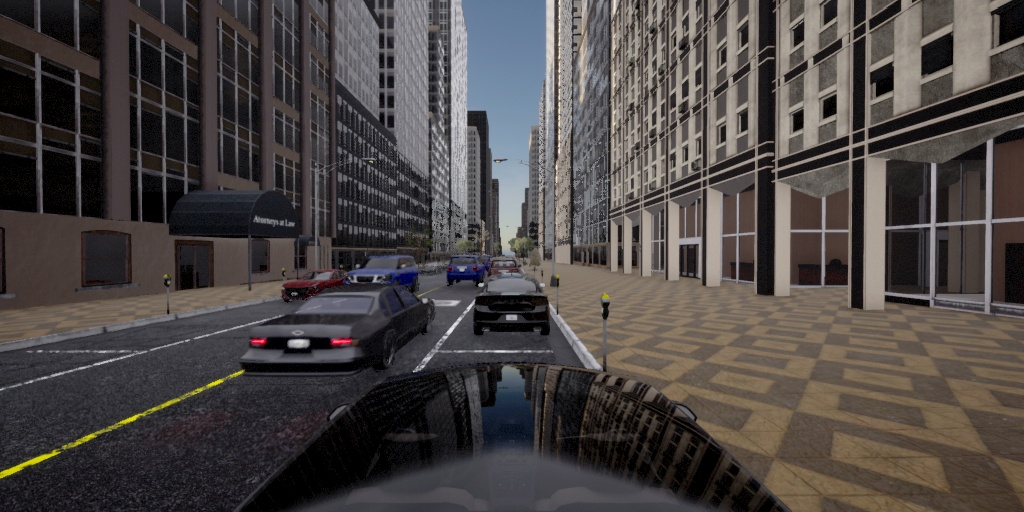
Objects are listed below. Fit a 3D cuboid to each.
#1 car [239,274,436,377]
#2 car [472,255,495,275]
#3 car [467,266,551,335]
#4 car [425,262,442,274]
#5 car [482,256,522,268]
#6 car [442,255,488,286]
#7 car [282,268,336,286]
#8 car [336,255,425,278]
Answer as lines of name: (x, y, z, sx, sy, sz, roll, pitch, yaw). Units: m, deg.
car: (-3.047, 1.296, 7.631, 2.033, 1.411, 5.357, 0, 0, 0)
car: (-3.044, 0.964, 39.783, 2.150, 2.045, 5.566, 0, 0, 0)
car: (-0.006, 1.226, 10.502, 1.882, 1.535, 5.008, 0, 0, 0)
car: (-8.837, 1.293, 39.574, 2.007, 1.370, 4.403, 0, 0, 0)
car: (-0.457, 1.061, 22.523, 2.192, 1.841, 5.009, 0, 0, 0)
car: (-3.142, 0.966, 25.222, 2.150, 2.045, 5.566, 0, 0, 0)
car: (-8.837, 1.292, 16.839, 1.888, 1.381, 4.507, 0, 0, 0)
car: (-6.245, 0.968, 17.884, 2.150, 2.045, 5.566, 0, 0, 0)
